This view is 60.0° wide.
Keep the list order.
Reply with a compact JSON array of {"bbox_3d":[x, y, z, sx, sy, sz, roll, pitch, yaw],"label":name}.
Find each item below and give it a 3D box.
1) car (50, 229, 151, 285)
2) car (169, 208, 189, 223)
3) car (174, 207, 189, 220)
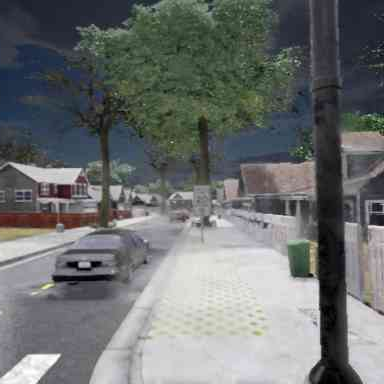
[{"bbox_3d":[-2.587,1.915,10.662,2.033,1.411,5.357,-1,-2,1],"label":"car"},{"bbox_3d":[-1.785,3.013,41.753,2.128,1.511,4.902,-1,-2,2],"label":"car"},{"bbox_3d":[-1.600,3.299,51.642,2.097,1.767,4.553,-1,-3,1],"label":"car"}]
